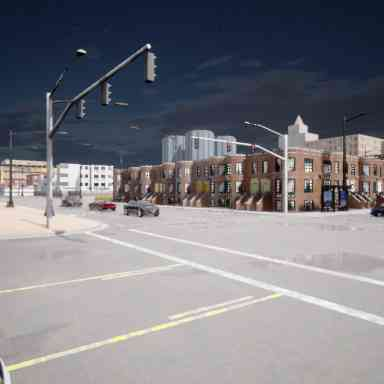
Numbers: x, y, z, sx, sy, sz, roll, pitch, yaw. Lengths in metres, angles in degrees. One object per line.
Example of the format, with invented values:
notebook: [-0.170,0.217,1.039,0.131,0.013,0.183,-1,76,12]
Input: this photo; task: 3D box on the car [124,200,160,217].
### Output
car: [-4.815,1.505,31.360,1.837,1.490,4.892,0,0,-36]

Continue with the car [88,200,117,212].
car: [-10.629,1.601,39.409,1.895,1.301,4.718,0,0,-36]

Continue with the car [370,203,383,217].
car: [18.186,1.548,29.967,5.357,1.411,2.033,0,0,-36]

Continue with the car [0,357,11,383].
car: [-3.740,1.221,1.100,5.566,2.045,2.150,0,0,-35]

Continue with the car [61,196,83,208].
car: [-17.777,1.352,49.325,2.097,1.767,4.553,0,0,-36]
